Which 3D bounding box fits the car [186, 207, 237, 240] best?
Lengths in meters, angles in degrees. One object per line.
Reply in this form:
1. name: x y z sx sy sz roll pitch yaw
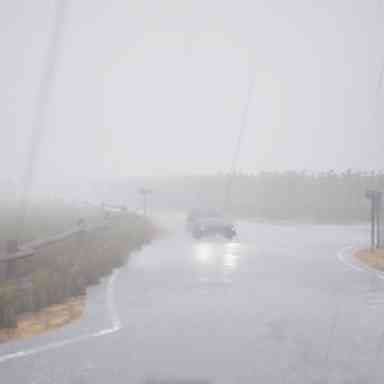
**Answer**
1. car: 0.807 1.493 17.087 2.033 1.411 5.357 1 0 -8
